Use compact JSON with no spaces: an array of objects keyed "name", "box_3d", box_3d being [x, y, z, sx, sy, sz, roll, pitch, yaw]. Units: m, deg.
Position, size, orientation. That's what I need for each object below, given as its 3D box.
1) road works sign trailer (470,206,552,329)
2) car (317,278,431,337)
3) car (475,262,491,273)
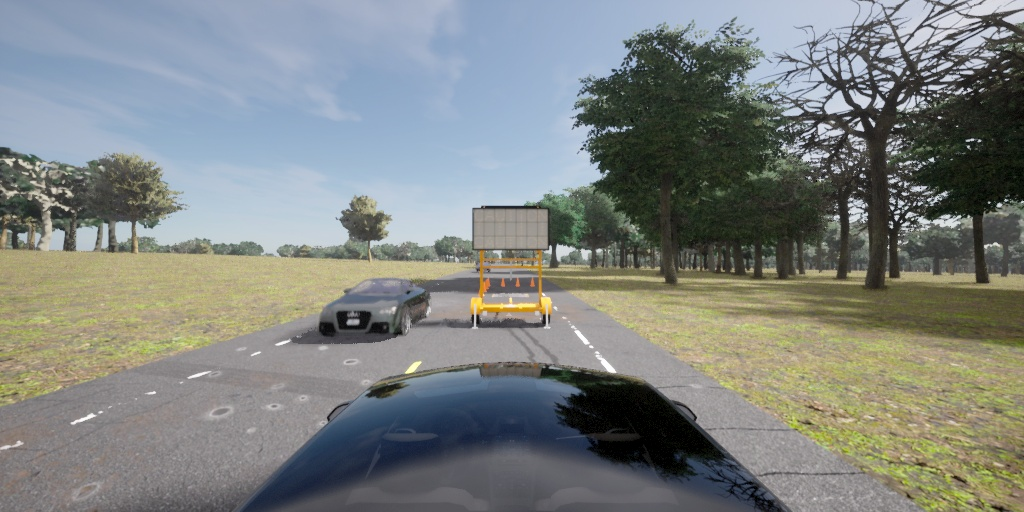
[{"name":"road works sign trailer","box_3d":[-0.036,0.225,11.298,2.380,3.560,2.880,0,0,0]},{"name":"car","box_3d":[-3.638,1.322,10.193,1.994,1.385,4.181,0,0,0]},{"name":"car","box_3d":[-3.928,1.512,49.437,2.033,1.411,5.357,0,0,-1]}]
